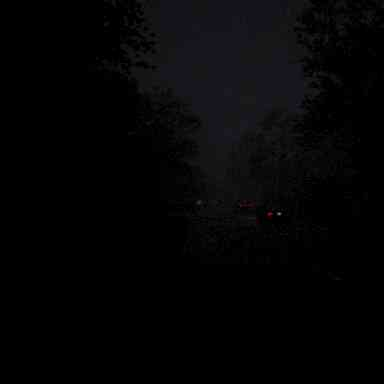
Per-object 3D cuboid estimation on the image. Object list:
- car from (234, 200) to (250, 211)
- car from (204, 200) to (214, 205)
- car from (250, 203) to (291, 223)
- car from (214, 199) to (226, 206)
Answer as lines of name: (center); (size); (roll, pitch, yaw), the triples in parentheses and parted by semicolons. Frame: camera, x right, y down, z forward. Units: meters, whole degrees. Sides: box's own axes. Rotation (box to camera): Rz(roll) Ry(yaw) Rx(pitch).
car: (6.489, 1.701, 42.603); (2.033, 1.411, 5.357); (1, -1, 1)
car: (5.052, 2.862, 90.192); (1.895, 1.301, 4.718); (3, -3, -31)
car: (6.124, 1.574, 25.638); (2.033, 1.411, 5.357); (1, 0, 1)
car: (7.167, 2.552, 80.131); (2.128, 1.511, 4.902); (1, -2, 0)
